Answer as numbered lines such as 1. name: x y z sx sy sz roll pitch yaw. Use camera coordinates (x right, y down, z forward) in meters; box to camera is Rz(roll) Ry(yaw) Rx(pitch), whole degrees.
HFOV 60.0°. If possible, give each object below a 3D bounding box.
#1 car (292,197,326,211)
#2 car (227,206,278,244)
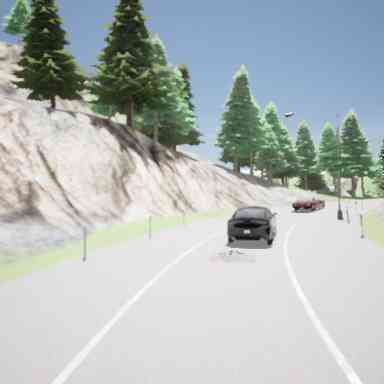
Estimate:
1. car: 11.233 1.103 31.692 1.895 1.301 4.718 -3 0 37
2. car: 2.905 1.393 15.581 1.882 1.535 5.008 -1 1 17
